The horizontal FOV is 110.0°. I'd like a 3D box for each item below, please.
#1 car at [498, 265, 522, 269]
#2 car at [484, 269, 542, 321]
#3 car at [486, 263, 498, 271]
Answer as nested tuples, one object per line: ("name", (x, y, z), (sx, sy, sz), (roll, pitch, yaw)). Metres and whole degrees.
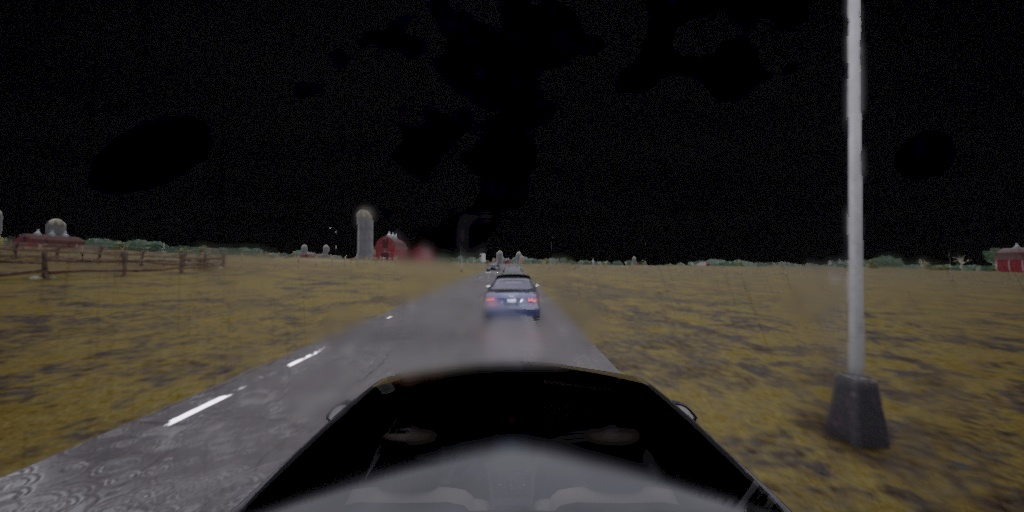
("car", (0.071, 1.560, 30.167), (1.895, 1.301, 4.718), (0, 0, 0))
("car", (0.047, 1.367, 12.818), (2.033, 1.411, 5.357), (0, 0, 1))
("car", (-2.804, 1.738, 54.377), (1.994, 1.385, 4.181), (0, -1, 0))
